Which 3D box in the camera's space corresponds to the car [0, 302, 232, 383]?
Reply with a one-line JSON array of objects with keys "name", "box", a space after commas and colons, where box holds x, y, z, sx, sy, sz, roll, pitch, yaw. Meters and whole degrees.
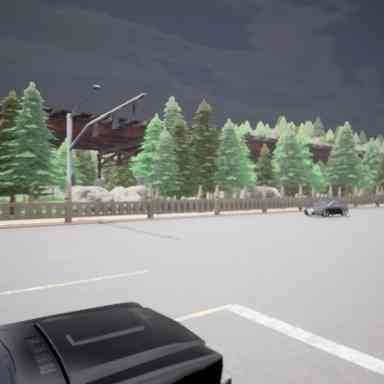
[{"name": "car", "box": [-1.973, 1.601, 2.359, 4.718, 1.301, 1.895, 0, 0, -35]}]

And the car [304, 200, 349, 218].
[{"name": "car", "box": [12.054, 1.484, 29.778, 4.902, 1.511, 2.128, 0, 0, -35]}]
